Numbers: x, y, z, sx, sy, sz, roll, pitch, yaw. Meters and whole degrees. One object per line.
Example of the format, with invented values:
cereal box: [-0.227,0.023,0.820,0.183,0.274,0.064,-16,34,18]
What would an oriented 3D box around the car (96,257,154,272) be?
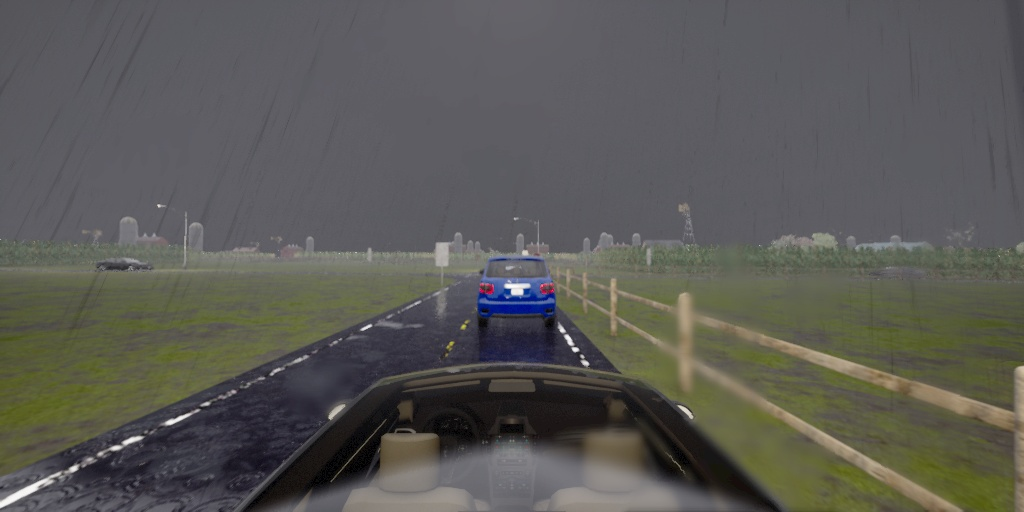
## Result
car: [-41.322,0.909,38.375,5.008,1.535,1.882,1,-1,0]

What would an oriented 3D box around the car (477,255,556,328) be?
car: [0.105,1.009,11.660,2.150,2.045,5.566,0,0,-1]

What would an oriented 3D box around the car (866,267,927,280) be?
car: [43.914,1.992,40.949,5.357,1.411,2.033,1,-1,1]
